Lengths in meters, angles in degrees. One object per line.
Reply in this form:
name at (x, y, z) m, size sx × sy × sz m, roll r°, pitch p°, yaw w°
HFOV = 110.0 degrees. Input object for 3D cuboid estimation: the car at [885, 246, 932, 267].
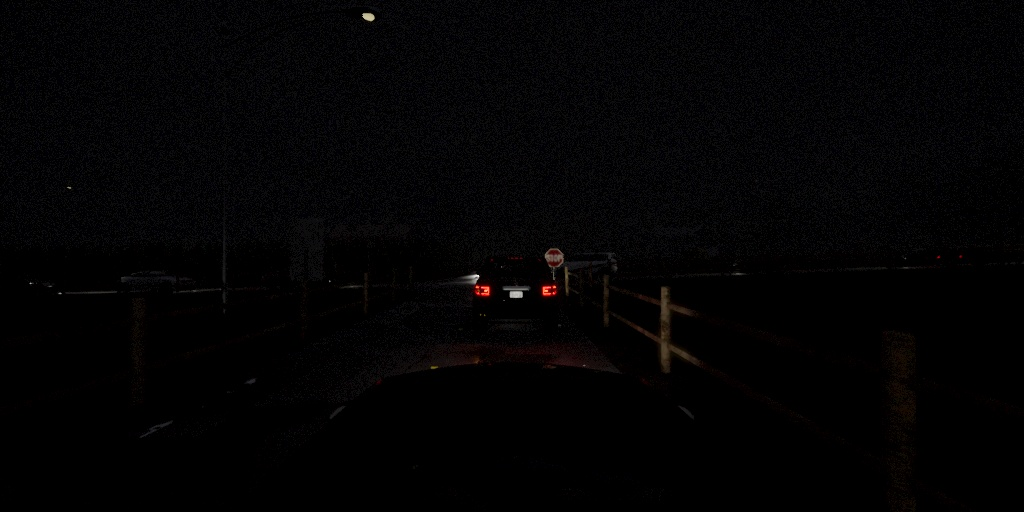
car at (33.009, 0.033, 28.881) m, size 5.008 × 1.535 × 1.882 m, roll -3°, pitch -2°, yaw 0°

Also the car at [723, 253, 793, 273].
car at (19.676, 0.550, 28.845) m, size 5.008 × 1.535 × 1.882 m, roll -2°, pitch -2°, yaw 0°

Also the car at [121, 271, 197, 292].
car at (-25.476, 1.802, 25.763) m, size 4.674 × 1.442 × 1.812 m, roll -1°, pitch -2°, yaw 0°

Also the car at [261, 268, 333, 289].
car at (-15.437, 1.589, 25.790) m, size 4.674 × 1.442 × 1.812 m, roll -1°, pitch -2°, yaw 0°

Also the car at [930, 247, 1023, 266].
car at (33.946, 0.011, 25.941) m, size 4.718 × 1.301 × 1.895 m, roll -2°, pitch -2°, yaw 0°

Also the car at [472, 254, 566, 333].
car at (0.060, 0.975, 10.883) m, size 2.150 × 2.045 × 5.566 m, roll 0°, pitch 0°, yaw -1°

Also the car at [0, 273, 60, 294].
car at (-35.626, 1.973, 25.747) m, size 4.902 × 1.511 × 2.128 m, roll -1°, pitch -2°, yaw 0°

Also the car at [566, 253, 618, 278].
car at (5.584, 0.813, 28.812) m, size 5.566 × 2.045 × 2.150 m, roll -2°, pitch -2°, yaw 0°

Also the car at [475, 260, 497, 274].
car at (-2.936, 1.220, 41.218) m, size 2.128 × 1.511 × 4.902 m, roll 0°, pitch 0°, yaw 0°
